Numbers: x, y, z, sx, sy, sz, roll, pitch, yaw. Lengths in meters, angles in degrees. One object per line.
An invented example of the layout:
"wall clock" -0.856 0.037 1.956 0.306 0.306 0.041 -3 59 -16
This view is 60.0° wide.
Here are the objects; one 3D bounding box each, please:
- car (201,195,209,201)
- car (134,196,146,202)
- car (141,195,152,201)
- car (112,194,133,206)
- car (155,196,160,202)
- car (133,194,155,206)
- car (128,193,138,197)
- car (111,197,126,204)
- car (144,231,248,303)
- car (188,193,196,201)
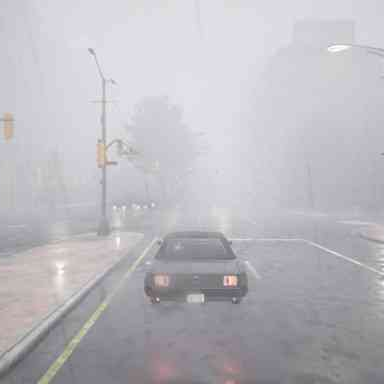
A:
"car" 3.495 1.595 86.948 1.895 1.301 4.718 0 0 0
"car" -11.504 1.552 74.373 1.994 1.385 4.181 0 0 0
"car" -11.504 1.525 84.606 2.128 1.511 4.902 0 0 0
"car" -11.591 1.525 55.076 1.812 1.442 4.674 0 0 0
"car" -8.033 1.564 65.712 1.994 1.385 4.181 0 0 1
"car" -8.091 1.547 56.476 2.033 1.411 5.357 0 0 0
"car" -11.541 1.221 64.489 2.150 2.045 5.566 0 0 1
"car" -14.753 1.595 66.783 1.895 1.301 4.718 0 0 0
"car" 0.074 1.601 8.130 1.895 1.301 4.718 0 0 0
"car" -0.005 1.540 85.770 2.033 1.411 5.357 0 0 0
